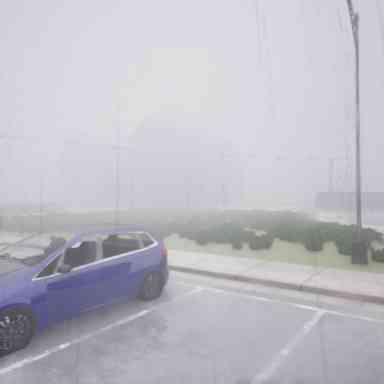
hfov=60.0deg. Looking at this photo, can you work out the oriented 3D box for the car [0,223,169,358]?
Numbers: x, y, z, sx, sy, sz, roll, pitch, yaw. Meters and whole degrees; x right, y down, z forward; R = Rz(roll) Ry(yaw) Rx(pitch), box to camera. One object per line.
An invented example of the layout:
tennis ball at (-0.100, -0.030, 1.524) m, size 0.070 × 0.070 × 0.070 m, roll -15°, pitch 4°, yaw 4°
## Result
car at (-2.530, 1.540, 6.559) m, size 2.242 × 1.667 × 4.611 m, roll -1°, pitch 0°, yaw 36°
